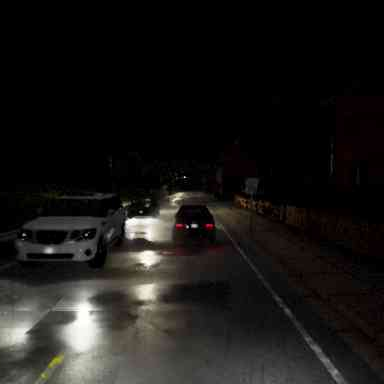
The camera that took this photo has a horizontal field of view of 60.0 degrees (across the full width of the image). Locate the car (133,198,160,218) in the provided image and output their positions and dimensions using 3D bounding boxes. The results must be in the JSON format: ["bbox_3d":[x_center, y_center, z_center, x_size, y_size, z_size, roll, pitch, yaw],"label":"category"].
[{"bbox_3d":[-3.606,1.181,25.537,1.994,1.385,4.181,0,1,0],"label":"car"}]

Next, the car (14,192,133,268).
[{"bbox_3d":[-3.607,1.053,11.063,2.150,2.045,5.566,0,1,-1],"label":"car"}]

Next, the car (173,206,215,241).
[{"bbox_3d":[0.079,1.337,15.512,2.033,1.411,5.357,0,1,0],"label":"car"}]
